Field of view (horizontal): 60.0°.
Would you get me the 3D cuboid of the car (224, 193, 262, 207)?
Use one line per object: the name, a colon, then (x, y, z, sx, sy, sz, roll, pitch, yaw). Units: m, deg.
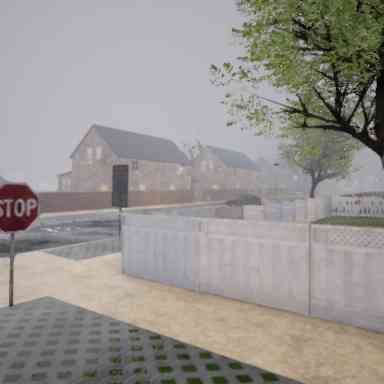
car: (5.327, 0.837, 34.042, 2.033, 1.411, 5.357, 3, 3, 35)

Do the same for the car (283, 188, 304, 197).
car: (14.261, 0.199, 46.541, 1.812, 1.442, 4.674, 3, 2, 35)
